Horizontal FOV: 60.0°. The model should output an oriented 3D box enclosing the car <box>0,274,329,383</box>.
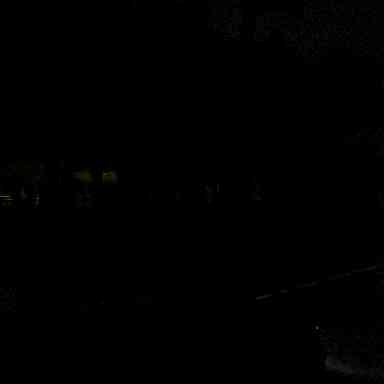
[{"bbox_3d":[-1.051,1.547,2.997,5.357,1.411,2.033,0,0,-36],"label":"car"}]
